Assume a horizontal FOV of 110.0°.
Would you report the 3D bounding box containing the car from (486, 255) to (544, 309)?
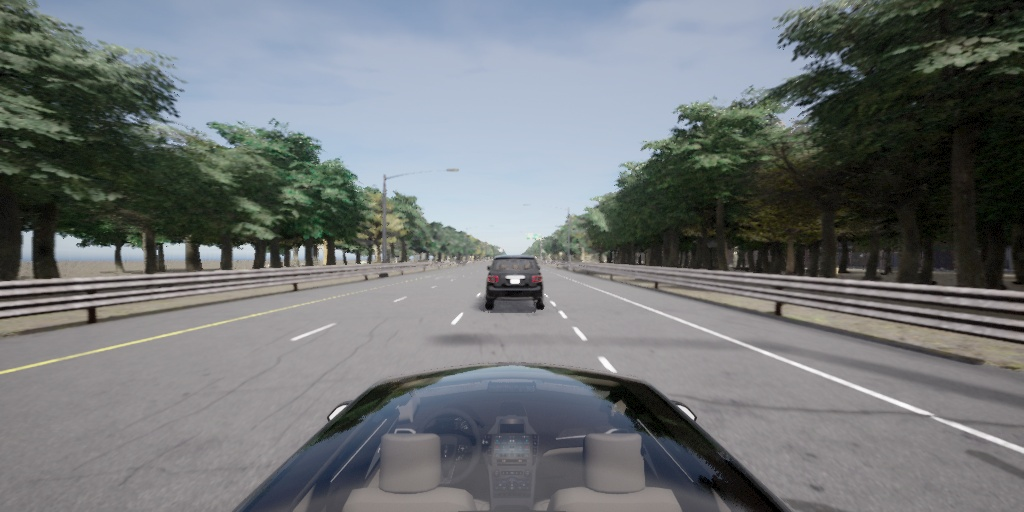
[{"bbox_3d":[0.092,0.984,15.167,2.150,2.045,5.566,0,0,0],"label":"car"}]
